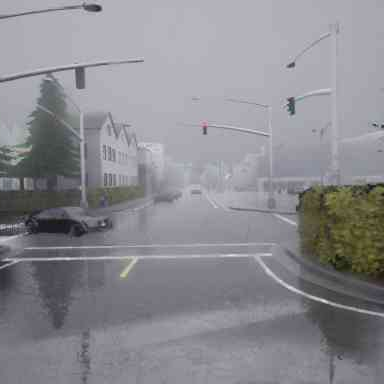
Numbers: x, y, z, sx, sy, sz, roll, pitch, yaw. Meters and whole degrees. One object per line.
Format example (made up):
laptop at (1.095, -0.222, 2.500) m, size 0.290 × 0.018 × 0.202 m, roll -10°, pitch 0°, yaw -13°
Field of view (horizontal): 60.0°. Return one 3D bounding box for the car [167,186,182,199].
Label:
car at (-2.966, 0.117, 46.047) m, size 2.097 × 1.767 × 4.553 m, roll -1°, pitch 2°, yaw 1°

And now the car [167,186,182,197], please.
car at (-2.849, -0.145, 55.777) m, size 2.097 × 1.767 × 4.553 m, roll -1°, pitch 2°, yaw 1°

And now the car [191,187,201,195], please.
car at (0.784, -0.179, 60.713) m, size 1.812 × 1.442 × 4.674 m, roll -1°, pitch 2°, yaw 1°

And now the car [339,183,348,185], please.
car at (26.233, -0.841, 58.689) m, size 2.152 × 1.636 × 5.027 m, roll -1°, pitch 2°, yaw 0°

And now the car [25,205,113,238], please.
car at (-5.945, 1.337, 16.129) m, size 4.181 × 1.385 × 1.994 m, roll 0°, pitch 2°, yaw 21°

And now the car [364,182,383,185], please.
car at (19.543, -0.105, 33.517) m, size 1.905 × 1.878 × 3.866 m, roll -1°, pitch 2°, yaw 0°

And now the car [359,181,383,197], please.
car at (22.911, -0.365, 41.346) m, size 1.932 × 1.855 × 4.605 m, roll -1°, pitch 2°, yaw 0°

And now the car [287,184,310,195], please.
car at (16.081, -0.290, 51.435) m, size 2.007 × 1.523 × 4.514 m, roll -1°, pitch 2°, yaw 0°

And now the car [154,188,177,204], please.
car at (-3.109, 0.609, 37.080) m, size 1.895 × 1.301 × 4.718 m, roll -1°, pitch 2°, yaw 1°
